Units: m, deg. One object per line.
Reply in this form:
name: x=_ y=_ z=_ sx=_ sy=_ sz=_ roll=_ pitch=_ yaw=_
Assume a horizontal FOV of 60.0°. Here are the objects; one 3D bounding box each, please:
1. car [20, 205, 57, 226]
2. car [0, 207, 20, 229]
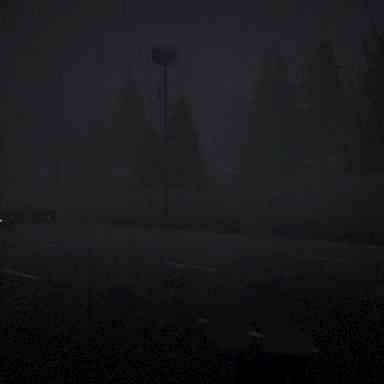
car: x=-12.547 y=1.755 z=25.841 sx=5.008 sy=1.535 sz=1.882 roll=-1 pitch=0 yaw=36
car: x=-13.835 y=1.832 z=22.461 sx=4.181 sy=1.385 sz=1.994 roll=-1 pitch=0 yaw=35
